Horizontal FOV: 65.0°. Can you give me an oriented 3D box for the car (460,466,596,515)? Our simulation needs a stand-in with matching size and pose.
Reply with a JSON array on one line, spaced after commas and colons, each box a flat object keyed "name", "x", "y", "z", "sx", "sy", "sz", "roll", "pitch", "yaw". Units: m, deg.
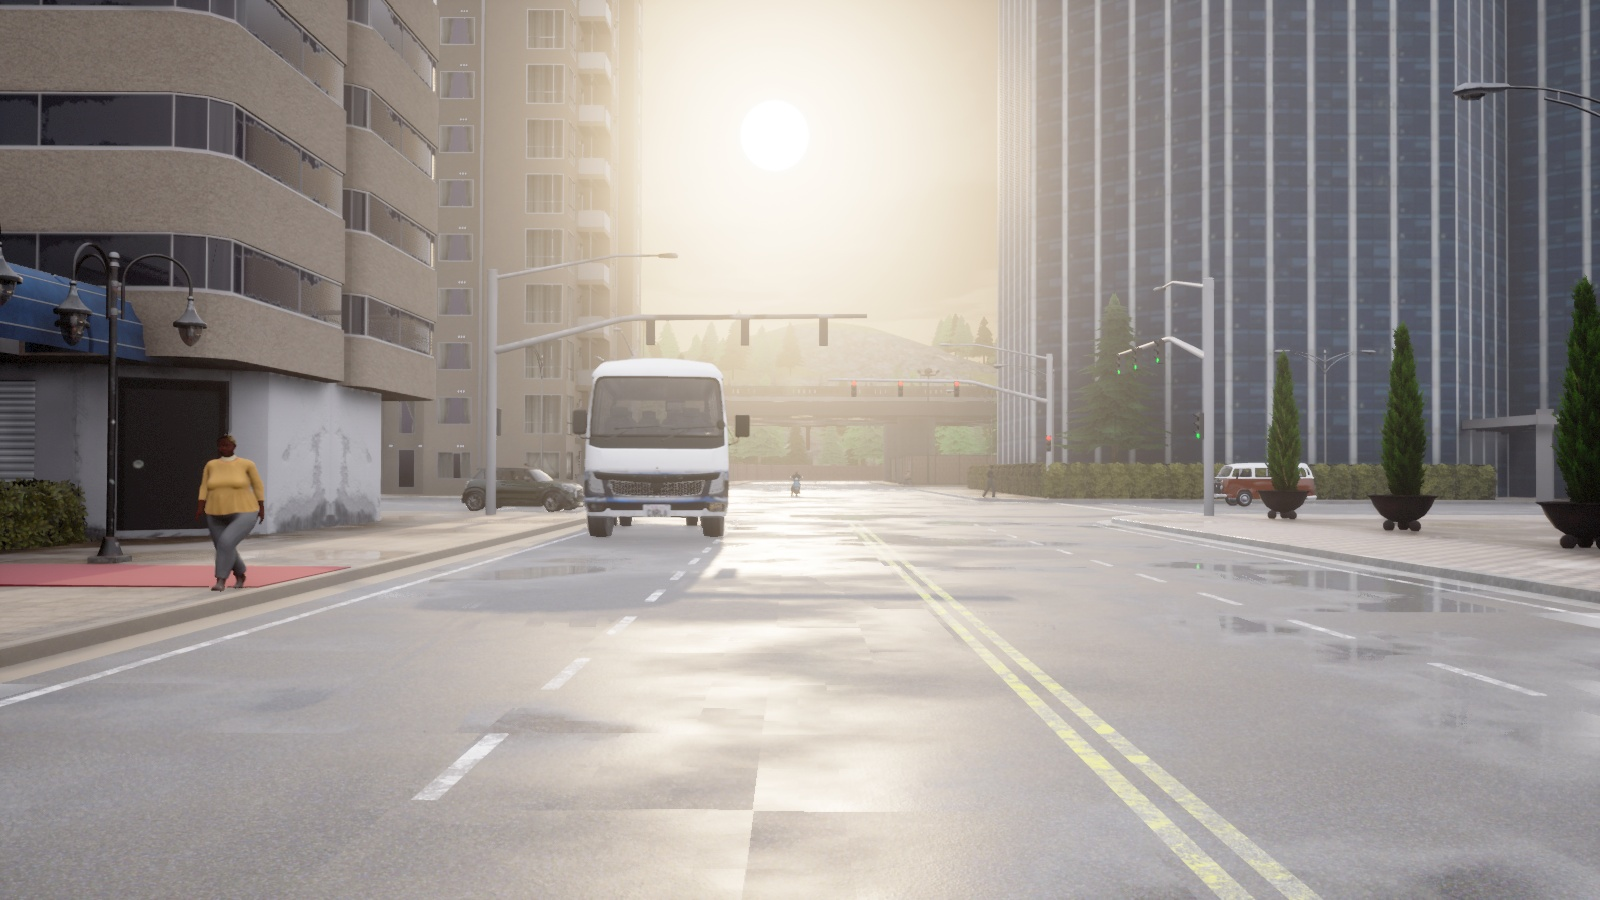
[{"name": "car", "x": -10.189, "y": 1.505, "z": 47.241, "sx": 4.553, "sy": 1.767, "sz": 2.097, "roll": 0, "pitch": -1, "yaw": 9}]

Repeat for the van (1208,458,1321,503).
[{"name": "van", "x": 21.638, "y": 1.433, "z": 58.627, "sx": 4.480, "sy": 2.038, "sz": 2.069, "roll": 0, "pitch": -1, "yaw": -1}]

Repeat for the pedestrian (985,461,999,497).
[{"name": "pedestrian", "x": 10.195, "y": 1.550, "z": 66.770, "sx": 0.666, "sy": 1.930, "sz": 0.402, "roll": -1, "pitch": -1, "yaw": 24}]

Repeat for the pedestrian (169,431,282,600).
[{"name": "pedestrian", "x": -6.513, "y": 0.729, "z": 14.287, "sx": 0.874, "sy": 1.855, "sz": 0.900, "roll": 0, "pitch": -1, "yaw": 0}]

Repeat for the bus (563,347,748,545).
[{"name": "bus", "x": -3.624, "y": -0.008, "z": 32.218, "sx": 3.944, "sy": 4.253, "sz": 10.273, "roll": 0, "pitch": -1, "yaw": -6}]
